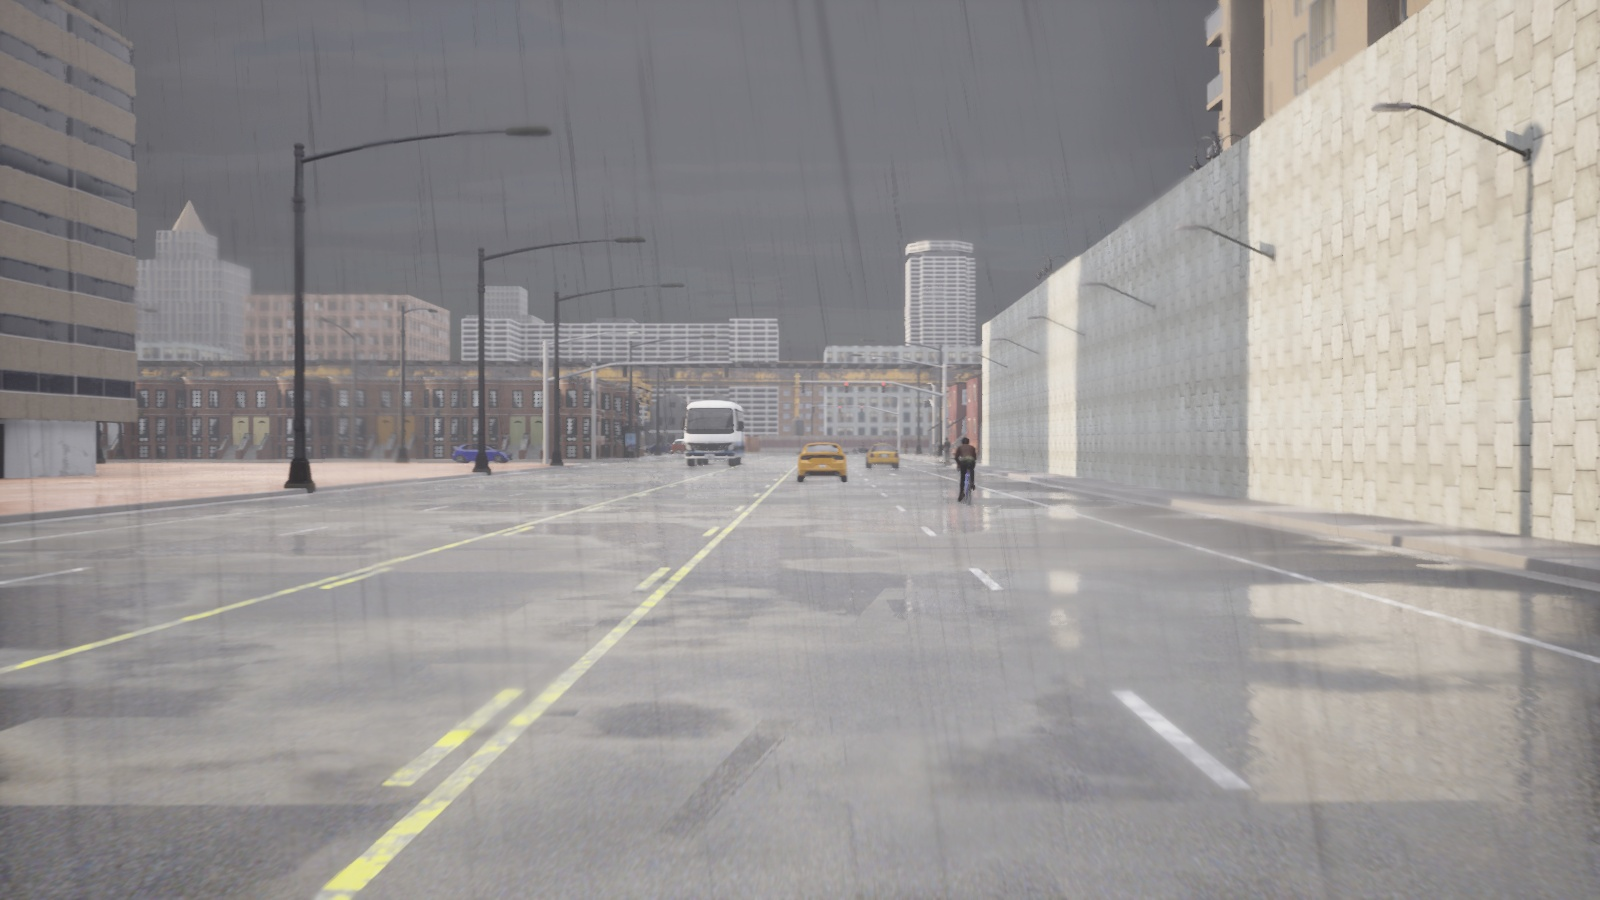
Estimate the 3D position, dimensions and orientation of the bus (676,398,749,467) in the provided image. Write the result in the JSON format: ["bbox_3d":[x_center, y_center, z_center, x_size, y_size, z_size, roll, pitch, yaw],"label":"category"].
[{"bbox_3d":[-5.610,-1.101,82.453,3.944,4.253,10.273,0,0,1],"label":"bus"}]

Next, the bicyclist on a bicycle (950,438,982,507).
[{"bbox_3d":[4.021,0.531,30.515,0.582,1.620,1.656,0,0,1],"label":"bicyclist on a bicycle"}]

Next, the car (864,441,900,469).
[{"bbox_3d":[4.735,0.278,73.043,1.801,1.575,5.366,0,0,1],"label":"car"}]

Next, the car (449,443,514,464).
[{"bbox_3d":[-22.818,0.230,90.086,4.193,1.474,1.816,0,0,1],"label":"car"}]

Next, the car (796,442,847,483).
[{"bbox_3d":[0.847,0.446,49.509,1.882,1.535,5.008,0,0,1],"label":"car"}]
